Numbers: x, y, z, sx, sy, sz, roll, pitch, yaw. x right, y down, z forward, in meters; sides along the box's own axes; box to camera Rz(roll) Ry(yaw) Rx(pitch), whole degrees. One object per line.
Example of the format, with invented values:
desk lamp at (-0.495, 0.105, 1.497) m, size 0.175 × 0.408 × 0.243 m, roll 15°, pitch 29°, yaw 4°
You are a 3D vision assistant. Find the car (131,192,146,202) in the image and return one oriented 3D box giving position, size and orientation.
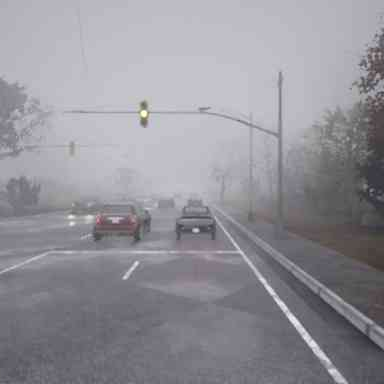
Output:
car at (-10.094, 0.839, 62.563) m, size 1.882 × 1.535 × 5.008 m, roll 0°, pitch 3°, yaw 1°

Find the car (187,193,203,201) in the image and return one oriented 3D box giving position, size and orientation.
car at (0.379, 1.309, 41.805) m, size 1.882 × 1.535 × 5.008 m, roll 0°, pitch 0°, yaw 0°

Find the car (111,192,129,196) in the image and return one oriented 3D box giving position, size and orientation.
car at (-10.249, 1.027, 48.016) m, size 2.150 × 2.045 × 5.566 m, roll 0°, pitch 0°, yaw 1°

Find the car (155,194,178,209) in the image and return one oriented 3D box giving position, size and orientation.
car at (-3.124, 1.310, 41.593) m, size 1.882 × 1.535 × 5.008 m, roll 0°, pitch 0°, yaw 0°

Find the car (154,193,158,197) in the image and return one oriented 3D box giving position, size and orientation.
car at (-6.664, 0.946, 57.819) m, size 2.097 × 1.767 × 4.553 m, roll 0°, pitch 2°, yaw 1°

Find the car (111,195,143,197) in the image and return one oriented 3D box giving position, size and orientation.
car at (-6.870, 1.350, 35.265) m, size 2.128 × 1.511 × 4.902 m, roll 0°, pitch 0°, yaw 0°

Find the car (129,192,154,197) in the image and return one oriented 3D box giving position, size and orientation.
car at (-6.782, 1.170, 45.247) m, size 2.097 × 1.767 × 4.553 m, roll 0°, pitch 0°, yaw 0°

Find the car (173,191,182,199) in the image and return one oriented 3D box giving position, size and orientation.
car at (-2.993, 0.615, 67.410) m, size 1.812 × 1.442 × 4.674 m, roll 0°, pitch 3°, yaw 1°

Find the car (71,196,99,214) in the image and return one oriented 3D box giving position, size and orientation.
car at (-10.384, 1.219, 33.145) m, size 2.097 × 1.767 × 4.553 m, roll 0°, pitch 0°, yaw 1°

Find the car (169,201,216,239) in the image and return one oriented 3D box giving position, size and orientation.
car at (0.189, 1.425, 16.887) m, size 2.128 × 1.511 × 4.902 m, roll 0°, pitch 0°, yaw 0°

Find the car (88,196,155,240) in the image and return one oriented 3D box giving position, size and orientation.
car at (-3.313, 1.285, 16.554) m, size 2.097 × 1.767 × 4.553 m, roll 0°, pitch 0°, yaw 0°
